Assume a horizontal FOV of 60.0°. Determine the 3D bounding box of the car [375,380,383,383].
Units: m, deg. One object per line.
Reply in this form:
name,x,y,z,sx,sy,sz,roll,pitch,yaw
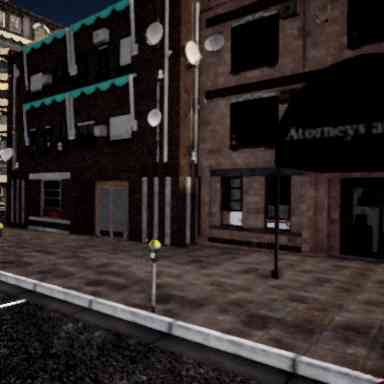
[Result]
car,2.816,1.541,0.932,4.507,1.381,1.887,0,1,36
